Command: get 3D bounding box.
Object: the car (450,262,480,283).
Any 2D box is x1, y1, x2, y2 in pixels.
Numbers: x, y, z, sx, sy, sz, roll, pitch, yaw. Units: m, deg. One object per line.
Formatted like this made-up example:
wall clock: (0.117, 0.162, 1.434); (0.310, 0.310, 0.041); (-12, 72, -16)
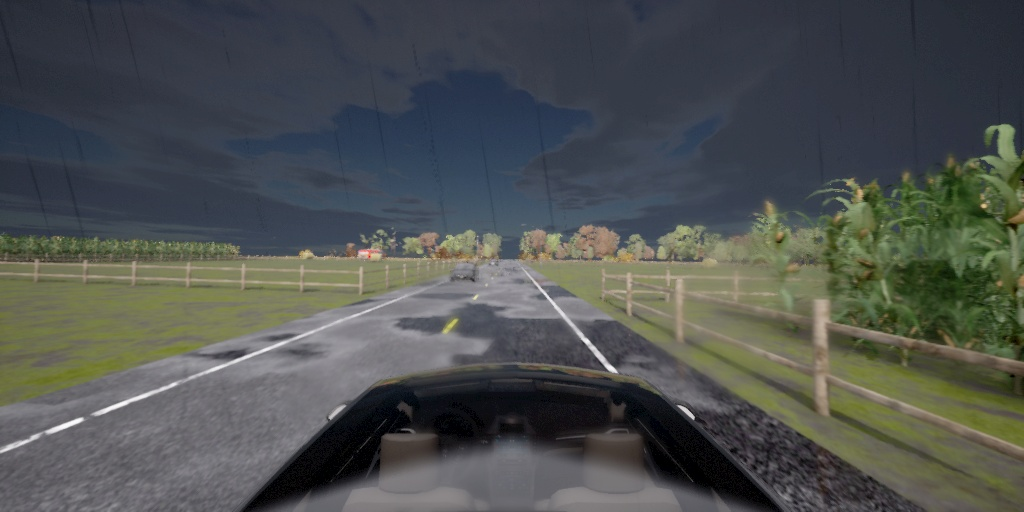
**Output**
car: (-3.599, 1.265, 27.981); (1.837, 1.490, 4.892); (0, 0, 0)
